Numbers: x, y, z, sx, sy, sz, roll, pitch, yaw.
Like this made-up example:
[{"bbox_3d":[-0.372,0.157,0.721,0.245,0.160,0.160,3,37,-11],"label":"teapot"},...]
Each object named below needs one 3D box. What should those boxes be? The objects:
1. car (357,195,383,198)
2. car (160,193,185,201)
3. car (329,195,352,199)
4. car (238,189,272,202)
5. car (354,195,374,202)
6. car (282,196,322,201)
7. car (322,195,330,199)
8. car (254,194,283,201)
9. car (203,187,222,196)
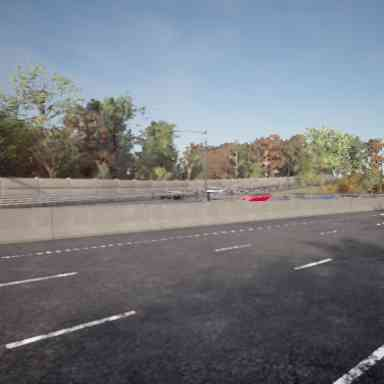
[{"bbox_3d":[26.801,1.304,50.475,4.892,1.490,1.837,0,1,-40],"label":"car"},{"bbox_3d":[-2.954,0.728,50.230,1.895,1.301,4.718,0,1,27],"label":"car"},{"bbox_3d":[24.292,1.376,52.928,4.718,1.301,1.895,0,0,-40],"label":"car"},{"bbox_3d":[8.682,0.984,44.314,5.566,2.045,2.150,0,0,-40],"label":"car"},{"bbox_3d":[34.147,1.269,65.868,4.674,1.442,1.812,0,0,-40],"label":"car"},{"bbox_3d":[12.835,1.373,38.665,4.181,1.385,1.994,0,0,-40],"label":"car"},{"bbox_3d":[22.508,1.228,56.000,5.008,1.535,1.882,0,0,-40],"label":"car"},{"bbox_3d":[10.562,1.332,41.327,5.357,1.411,2.033,0,0,-40],"label":"car"},{"bbox_3d":[4.165,0.055,64.623,2.150,2.045,5.566,0,2,27],"label":"car"}]
